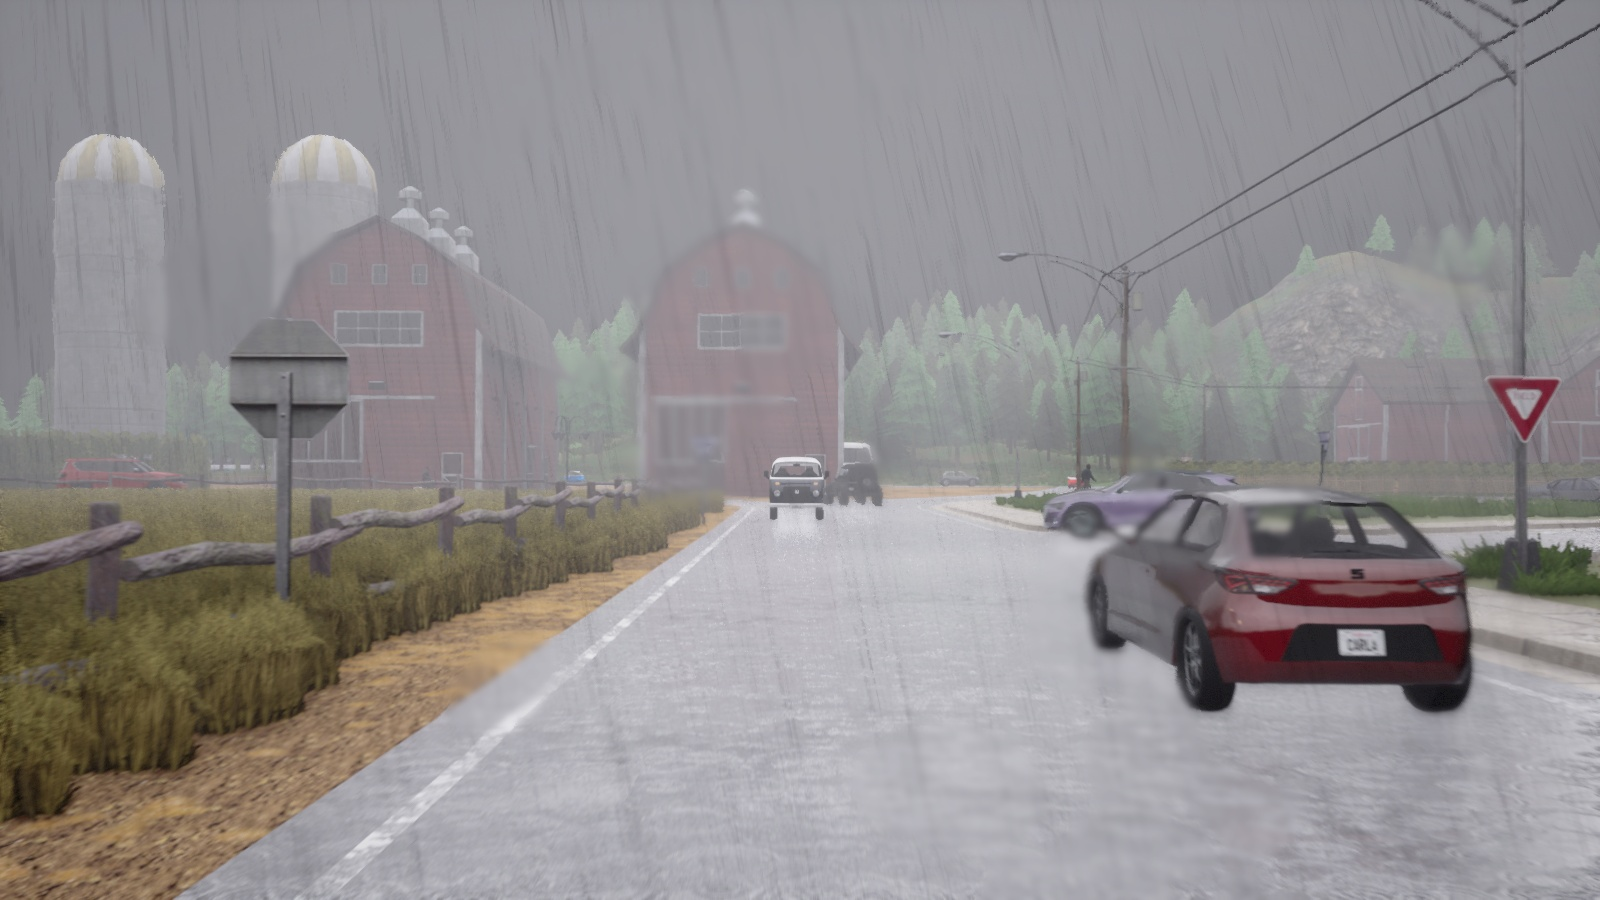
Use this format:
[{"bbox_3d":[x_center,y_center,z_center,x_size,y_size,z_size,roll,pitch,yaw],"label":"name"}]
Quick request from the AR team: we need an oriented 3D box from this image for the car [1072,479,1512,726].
[{"bbox_3d":[3.447,0.979,9.753,1.816,1.474,4.193,0,-1,1],"label":"car"}]

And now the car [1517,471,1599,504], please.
[{"bbox_3d":[35.717,1.680,56.914,2.033,1.411,5.357,0,-1,-27],"label":"car"}]

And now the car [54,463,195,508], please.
[{"bbox_3d":[-32.277,1.679,60.199,5.566,2.045,2.150,0,-1,-12],"label":"car"}]

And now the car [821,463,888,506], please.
[{"bbox_3d":[2.418,1.548,56.842,1.905,1.878,3.866,0,-1,-16],"label":"car"}]

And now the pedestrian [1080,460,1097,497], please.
[{"bbox_3d":[14.401,1.430,62.692,0.726,1.835,0.370,0,-1,-11],"label":"pedestrian"}]

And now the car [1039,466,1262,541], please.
[{"bbox_3d":[8.072,1.208,29.339,4.856,1.649,2.033,0,0,11],"label":"car"}]

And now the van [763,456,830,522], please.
[{"bbox_3d":[-0.106,1.234,41.225,2.069,2.038,4.480,0,-1,0],"label":"van"}]
